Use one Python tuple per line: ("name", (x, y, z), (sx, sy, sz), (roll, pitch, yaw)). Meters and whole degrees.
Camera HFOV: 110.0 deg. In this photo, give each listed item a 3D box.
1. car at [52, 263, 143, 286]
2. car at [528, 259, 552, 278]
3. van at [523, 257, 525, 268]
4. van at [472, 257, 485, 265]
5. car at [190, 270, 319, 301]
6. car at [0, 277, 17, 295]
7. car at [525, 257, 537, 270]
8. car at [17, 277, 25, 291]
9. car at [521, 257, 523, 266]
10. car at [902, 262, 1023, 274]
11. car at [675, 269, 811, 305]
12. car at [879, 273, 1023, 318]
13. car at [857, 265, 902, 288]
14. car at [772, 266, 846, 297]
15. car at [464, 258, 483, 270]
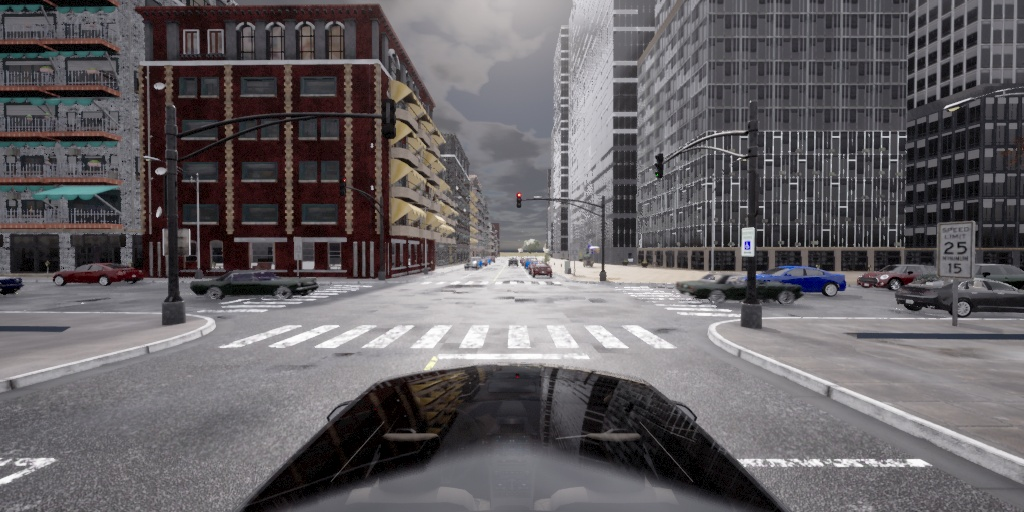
("car", (-25.808, 1.110, 22.397), (4.507, 1.381, 1.888), (0, 0, 1))
("car", (2.731, 1.271, 33.440), (1.888, 1.381, 4.507), (0, 0, 0))
("van", (2.771, 1.044, 50.378), (1.690, 1.789, 3.998), (0, 0, 0))
("van", (-5.565, 1.036, 56.010), (1.690, 1.789, 3.998), (0, 0, 0))
("car", (-11.683, 1.320, 16.591), (4.718, 1.301, 1.895), (0, 1, -4))
("car", (-22.596, 1.259, 13.733), (4.507, 1.381, 1.888), (0, 0, 1))
("car", (2.744, 1.159, 39.086), (1.967, 1.591, 4.097), (0, 0, 0))
("car", (-25.804, 1.258, 16.493), (4.718, 1.301, 1.895), (0, 1, 1))
("car", (2.784, 1.240, 56.024), (1.888, 1.381, 4.507), (0, 0, 0))
("car", (24.146, 1.189, 18.886), (4.553, 1.767, 2.097), (0, 1, 1))
("car", (9.998, 1.422, 15.928), (4.718, 1.301, 1.895), (0, 1, 1))
("car", (16.741, 1.445, 13.100), (4.403, 1.370, 2.007), (0, 0, 1))
("car", (23.420, 1.230, 21.632), (4.097, 1.591, 1.967), (0, 0, 1))
("car", (14.687, 1.270, 19.046), (5.008, 1.535, 1.882), (0, 1, 2))
("car", (-5.577, 1.269, 50.364), (1.948, 1.339, 4.313), (0, 0, 0))
